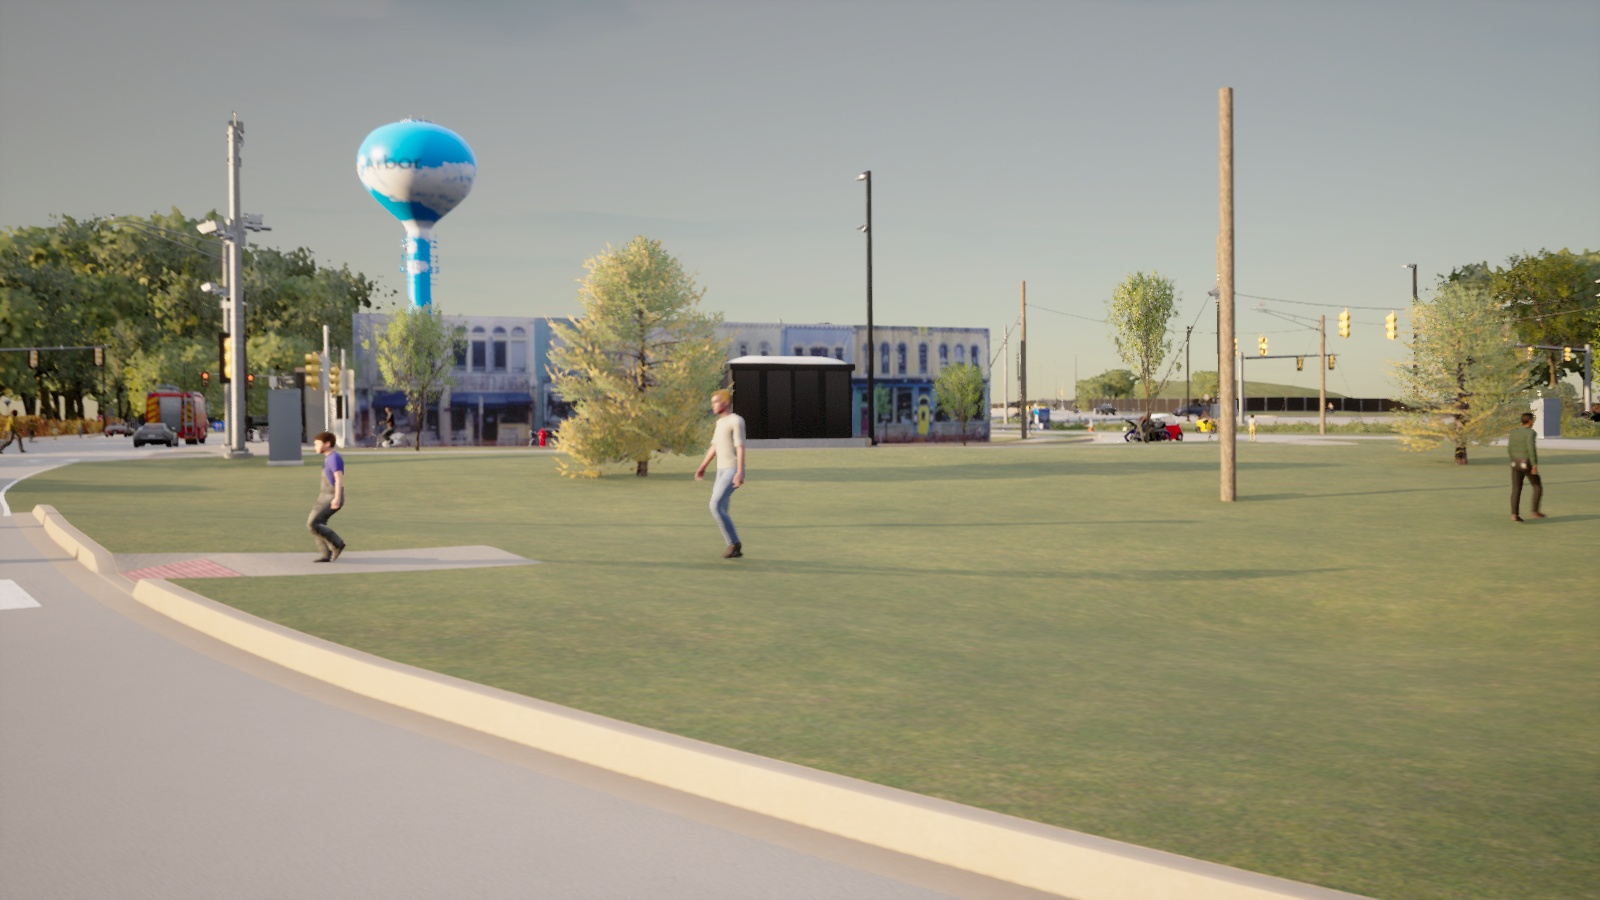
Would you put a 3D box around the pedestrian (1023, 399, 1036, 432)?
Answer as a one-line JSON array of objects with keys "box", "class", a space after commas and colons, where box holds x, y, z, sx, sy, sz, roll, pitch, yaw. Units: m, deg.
[{"box": [12.916, -1.934, 70.709, 0.354, 1.836, 0.706, -2, 1, -20], "class": "pedestrian"}]

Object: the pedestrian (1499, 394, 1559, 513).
[{"box": [12.174, 0.050, 20.972, 0.788, 1.949, 0.423, -2, 1, -20], "class": "pedestrian"}]

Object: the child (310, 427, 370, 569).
[{"box": [-4.202, 0.428, 11.459, 0.437, 1.263, 0.270, -2, 1, -30], "class": "child"}]

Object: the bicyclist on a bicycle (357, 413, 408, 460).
[{"box": [-16.435, -0.535, 49.445, 1.843, 1.776, 0.659, -1, 1, -16], "class": "bicyclist on a bicycle"}]

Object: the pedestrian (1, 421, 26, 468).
[{"box": [-31.004, -0.229, 49.499, 0.726, 1.835, 0.370, -2, 1, -24], "class": "pedestrian"}]

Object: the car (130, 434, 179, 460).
[{"box": [-36.712, -0.215, 71.489, 1.994, 1.385, 4.181, -2, 1, -21], "class": "car"}]

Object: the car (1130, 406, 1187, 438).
[{"box": [16.783, -1.323, 58.826, 2.207, 1.376, 1.481, -4, 1, -38], "class": "car"}]

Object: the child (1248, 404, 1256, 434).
[{"box": [19.725, -1.353, 54.815, 0.270, 1.263, 0.437, -1, 1, 14], "class": "child"}]

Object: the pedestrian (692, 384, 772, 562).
[{"box": [-0.719, 0.229, 13.271, 0.706, 1.836, 0.354, -2, 1, -29], "class": "pedestrian"}]

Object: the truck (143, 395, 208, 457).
[{"box": [-41.130, -1.579, 82.900, 2.891, 3.827, 8.468, -2, 1, -21], "class": "truck"}]

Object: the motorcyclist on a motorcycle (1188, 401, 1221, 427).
[{"box": [24.570, -2.171, 76.242, 0.797, 1.523, 2.044, -2, 2, -20], "class": "motorcyclist on a motorcycle"}]

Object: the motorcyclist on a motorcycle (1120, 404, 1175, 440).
[{"box": [15.716, -1.261, 56.828, 2.191, 1.530, 0.866, -3, 1, -9], "class": "motorcyclist on a motorcycle"}]
